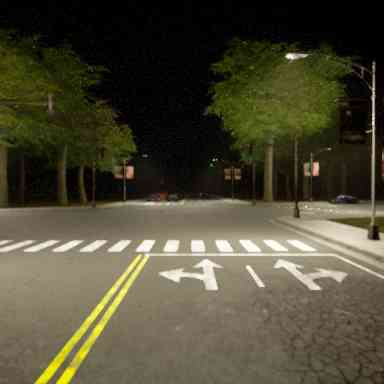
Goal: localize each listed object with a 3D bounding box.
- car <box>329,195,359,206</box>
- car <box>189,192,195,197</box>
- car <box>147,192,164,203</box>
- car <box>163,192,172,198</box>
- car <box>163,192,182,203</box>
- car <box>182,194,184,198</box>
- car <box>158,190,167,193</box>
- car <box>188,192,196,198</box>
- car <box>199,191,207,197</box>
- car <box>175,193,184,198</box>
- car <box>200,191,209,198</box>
[{"bbox_3d":[20.953,1.117,45.853,4.181,1.385,1.994,0,1,-23],"label":"car"},{"bbox_3d":[-0.001,0.754,95.454,1.895,1.301,4.718,0,0,0],"label":"car"},{"bbox_3d":[-6.544,1.117,57.831,1.994,1.385,4.181,0,0,1],"label":"car"},{"bbox_3d":[-6.501,0.815,88.149,1.882,1.535,5.008,0,0,0],"label":"car"},{"bbox_3d":[-3.294,1.102,57.682,2.033,1.411,5.357,0,0,1],"label":"car"},{"bbox_3d":[-3.251,0.983,73.409,2.033,1.411,5.357,0,0,0],"label":"car"},{"bbox_3d":[-6.501,0.671,72.998,2.150,2.045,5.566,0,0,0],"label":"car"},{"bbox_3d":[-0.001,0.901,84.999,2.033,1.411,5.357,0,0,0],"label":"car"},{"bbox_3d":[3.249,0.515,95.392,2.097,1.767,4.553,0,0,0],"label":"car"},{"bbox_3d":[-3.251,0.874,88.568,2.033,1.411,5.357,0,0,0],"label":"car"},{"bbox_3d":[3.249,0.901,85.000,2.033,1.411,5.357,0,0,0],"label":"car"}]
